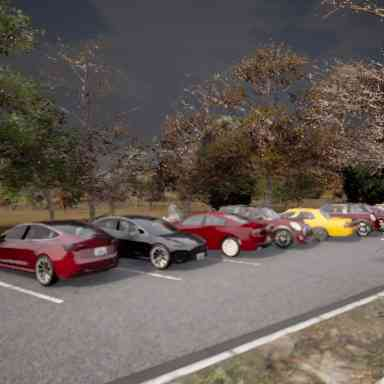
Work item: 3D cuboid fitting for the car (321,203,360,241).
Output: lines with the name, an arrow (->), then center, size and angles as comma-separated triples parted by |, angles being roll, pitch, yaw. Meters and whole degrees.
car -> 5.202, 1.502, 16.667 | 5.366, 1.575, 1.946 | -1, -1, 33

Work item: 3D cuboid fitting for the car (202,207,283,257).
car -> 0.634, 1.504, 12.999 | 5.008, 1.535, 2.097 | -1, -1, 34

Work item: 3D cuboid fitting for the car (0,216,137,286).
car -> -4.173, 1.537, 9.511 | 4.792, 1.488, 2.163 | -1, -1, 34

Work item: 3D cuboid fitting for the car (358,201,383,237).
car -> 7.733, 1.375, 18.356 | 4.553, 1.767, 2.185 | -1, -1, 33

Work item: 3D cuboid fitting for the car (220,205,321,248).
car -> 2.976, 1.378, 14.802 | 4.553, 1.767, 2.185 | -1, -1, 33

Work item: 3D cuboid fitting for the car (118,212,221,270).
car -> -1.721, 1.535, 11.230 | 4.792, 1.488, 2.163 | -1, -1, 34
